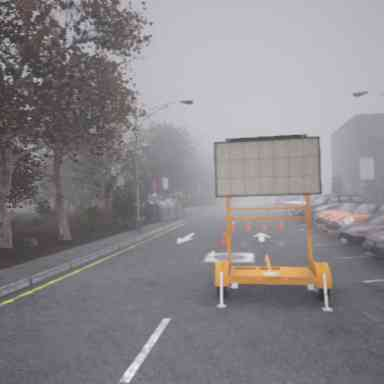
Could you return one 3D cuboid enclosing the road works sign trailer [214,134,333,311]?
[{"bbox_3d":[1.780,0.497,7.872,2.380,3.560,2.880,-2,-1,10],"label":"road works sign trailer"}]

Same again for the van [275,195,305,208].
[{"bbox_3d":[16.006,1.480,54.426,4.442,1.987,1.878,-1,-1,-10],"label":"van"}]

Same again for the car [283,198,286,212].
[{"bbox_3d":[10.745,1.485,27.798,5.366,1.575,1.946,-1,0,-9],"label":"car"}]

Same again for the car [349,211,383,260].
[{"bbox_3d":[7.625,1.415,10.126,4.674,1.452,2.002,-1,0,-9],"label":"car"}]

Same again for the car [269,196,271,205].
[{"bbox_3d":[16.800,1.760,60.276,5.366,1.575,1.946,-1,0,-10],"label":"car"}]

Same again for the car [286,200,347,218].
[{"bbox_3d":[11.453,1.538,30.776,4.792,1.488,2.163,-1,0,-9],"label":"car"}]

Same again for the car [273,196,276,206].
[{"bbox_3d":[14.829,1.528,48.492,4.553,1.767,2.185,-1,0,-10],"label":"car"}]

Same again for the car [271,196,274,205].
[{"bbox_3d":[15.341,1.681,51.450,5.008,1.535,2.097,-1,-1,-9],"label":"car"}]

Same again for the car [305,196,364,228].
[{"bbox_3d":[9.300,1.301,18.983,4.553,1.767,2.185,-1,0,-9],"label":"car"}]

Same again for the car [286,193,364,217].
[{"bbox_3d":[10.354,1.214,24.864,5.566,2.045,2.435,-1,0,-10],"label":"car"}]

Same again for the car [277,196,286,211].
[{"bbox_3d":[12.005,1.279,33.729,5.566,2.045,2.435,-1,0,-9],"label":"car"}]

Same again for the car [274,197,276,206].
[{"bbox_3d":[14.250,1.668,45.539,4.674,1.452,2.002,-1,0,-9],"label":"car"}]

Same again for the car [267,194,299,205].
[{"bbox_3d":[18.086,1.564,66.237,5.566,2.045,2.435,-1,-1,-10],"label":"car"}]

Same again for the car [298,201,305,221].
[{"bbox_3d":[9.820,1.486,21.933,4.674,1.452,2.002,-1,-1,-9],"label":"car"}]

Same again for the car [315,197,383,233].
[{"bbox_3d":[8.749,1.283,16.032,4.553,1.767,2.185,-1,0,-9],"label":"car"}]

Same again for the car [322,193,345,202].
[{"bbox_3d":[33.735,1.324,79.612,2.435,2.045,5.566,-1,0,-11],"label":"car"}]

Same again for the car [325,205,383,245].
[{"bbox_3d":[8.142,1.421,13.073,4.792,1.488,2.163,-1,0,-9],"label":"car"}]

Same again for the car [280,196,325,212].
[{"bbox_3d":[13.108,1.452,39.640,4.553,1.767,2.185,-1,-1,-9],"label":"car"}]
